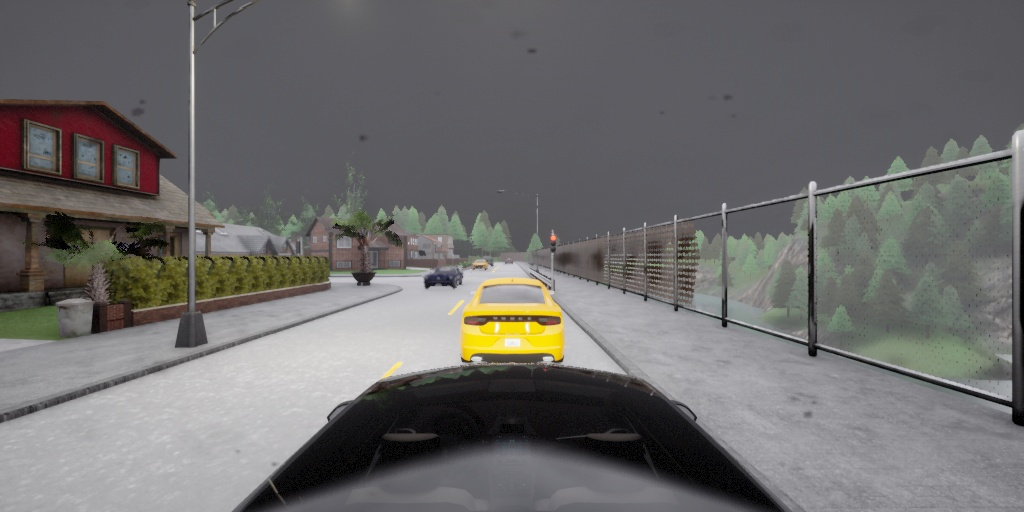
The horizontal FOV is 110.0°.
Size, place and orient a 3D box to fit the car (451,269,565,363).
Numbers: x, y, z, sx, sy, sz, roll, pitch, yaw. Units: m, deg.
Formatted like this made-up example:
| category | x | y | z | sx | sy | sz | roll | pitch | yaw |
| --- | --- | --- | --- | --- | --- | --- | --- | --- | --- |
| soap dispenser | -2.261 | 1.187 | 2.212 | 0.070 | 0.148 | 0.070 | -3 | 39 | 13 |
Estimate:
| category | x | y | z | sx | sy | sz | roll | pitch | yaw |
| --- | --- | --- | --- | --- | --- | --- | --- | --- | --- |
| car | 0.005 | 1.228 | 8.183 | 1.882 | 1.535 | 5.008 | 0 | 0 | 0 |

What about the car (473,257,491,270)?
| category | x | y | z | sx | sy | sz | roll | pitch | yaw |
| --- | --- | --- | --- | --- | --- | --- | --- | --- | --- |
| car | -4.523 | 1.227 | 51.442 | 1.882 | 1.535 | 5.008 | 0 | 0 | 0 |

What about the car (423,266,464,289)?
| category | x | y | z | sx | sy | sz | roll | pitch | yaw |
| --- | --- | --- | --- | --- | --- | --- | --- | --- | --- |
| car | -4.277 | 1.351 | 22.936 | 1.895 | 1.301 | 4.718 | 0 | 0 | -1 |
